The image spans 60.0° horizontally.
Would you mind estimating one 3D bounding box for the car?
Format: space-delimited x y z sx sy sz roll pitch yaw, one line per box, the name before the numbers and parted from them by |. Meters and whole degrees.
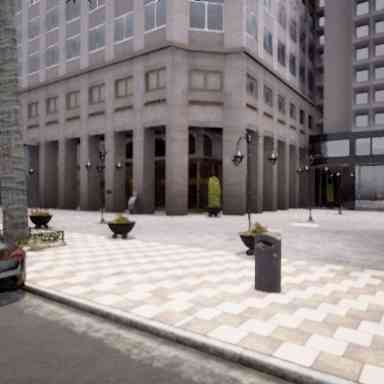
car | -5.686 1.466 7.548 4.786 1.482 2.161 0 0 35
